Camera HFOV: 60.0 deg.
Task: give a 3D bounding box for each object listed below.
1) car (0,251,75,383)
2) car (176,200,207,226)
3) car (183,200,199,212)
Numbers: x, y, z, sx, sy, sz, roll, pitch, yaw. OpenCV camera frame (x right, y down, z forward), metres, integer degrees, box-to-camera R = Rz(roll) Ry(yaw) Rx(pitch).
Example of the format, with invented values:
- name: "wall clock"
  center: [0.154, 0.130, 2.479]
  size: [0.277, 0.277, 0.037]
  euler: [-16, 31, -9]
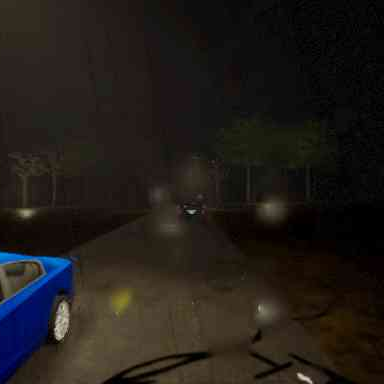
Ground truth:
- name: "car"
  center: [-2.870, 1.479, 3.520]
  size: [1.882, 1.535, 5.008]
  euler: [0, 0, 0]
- name: "car"
  center: [-0.042, 1.416, 24.365]
  size: [2.097, 1.767, 4.553]
  euler: [0, 0, 0]
- name: "car"
  center: [-0.142, 1.788, 42.850]
  size: [2.033, 1.411, 5.357]
  euler: [0, -1, 0]
